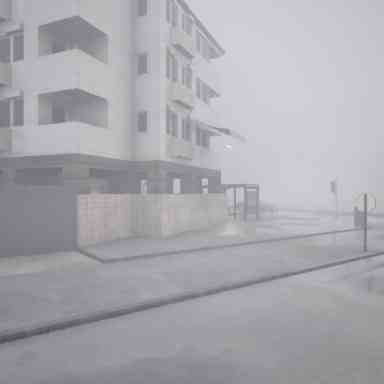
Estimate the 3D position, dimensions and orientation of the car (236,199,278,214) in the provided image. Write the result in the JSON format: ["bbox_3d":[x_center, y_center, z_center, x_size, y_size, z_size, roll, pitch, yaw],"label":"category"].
[{"bbox_3d":[6.726,1.491,34.863,2.128,1.511,4.902,0,0,-36],"label":"car"}]
